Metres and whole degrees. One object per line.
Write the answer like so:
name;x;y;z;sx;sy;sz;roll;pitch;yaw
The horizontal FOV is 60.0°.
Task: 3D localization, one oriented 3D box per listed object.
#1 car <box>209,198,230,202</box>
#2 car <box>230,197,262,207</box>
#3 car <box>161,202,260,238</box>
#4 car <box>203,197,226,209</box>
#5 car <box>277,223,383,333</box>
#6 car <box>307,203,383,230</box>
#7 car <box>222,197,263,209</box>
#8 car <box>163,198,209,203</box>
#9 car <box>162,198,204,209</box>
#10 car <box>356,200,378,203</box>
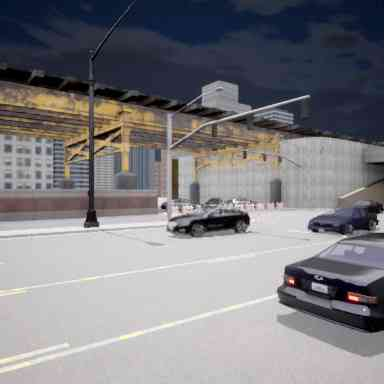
car;2.796;1.453;40.472;2.038;1.542;4.974;0;0;18
car;6.656;1.295;44.224;4.536;1.218;1.853;0;0;-7
car;0.974;1.491;17.605;4.902;1.511;2.128;0;0;-36
car;2.812;1.295;40.521;1.853;1.218;4.536;0;0;18
car;4.050;1.547;6.664;5.357;1.411;2.033;0;0;-35
car;8.626;1.548;18.643;5.357;1.411;2.033;0;0;-40
car;6.708;1.453;44.231;4.974;1.542;2.038;0;0;-7
car;-0.949;1.453;37.788;4.974;1.542;2.038;0;0;8
car;-1.001;1.295;37.795;4.536;1.218;1.853;0;0;8
car;17.900;1.547;34.245;5.357;1.411;2.033;0;0;-41
